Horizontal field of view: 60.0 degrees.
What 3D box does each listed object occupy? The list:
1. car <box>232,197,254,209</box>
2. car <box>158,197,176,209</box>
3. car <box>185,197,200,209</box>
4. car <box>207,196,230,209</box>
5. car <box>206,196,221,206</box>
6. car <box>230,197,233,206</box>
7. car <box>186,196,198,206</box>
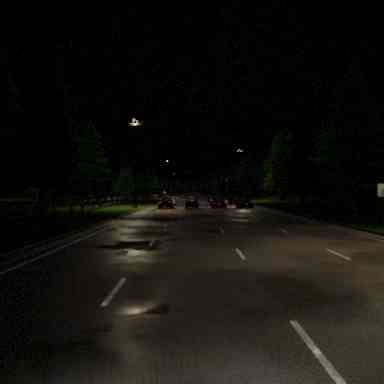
[{"bbox_3d":[7.005,1.531,44.585,1.994,1.385,4.181,0,0,0],"label":"car"},{"bbox_3d":[-3.495,1.493,44.586,1.812,1.442,4.674,0,0,0],"label":"car"},{"bbox_3d":[0.005,1.515,44.169,2.033,1.411,5.357,0,0,0],"label":"car"},{"bbox_3d":[3.505,1.531,44.585,1.994,1.385,4.181,0,0,0],"label":"car"},{"bbox_3d":[3.506,1.451,54.588,2.128,1.511,4.902,0,0,0],"label":"car"},{"bbox_3d":[7.006,1.485,54.588,1.812,1.442,4.674,0,0,0],"label":"car"},{"bbox_3d":[0.006,1.485,54.589,1.812,1.442,4.674,0,0,0],"label":"car"}]
